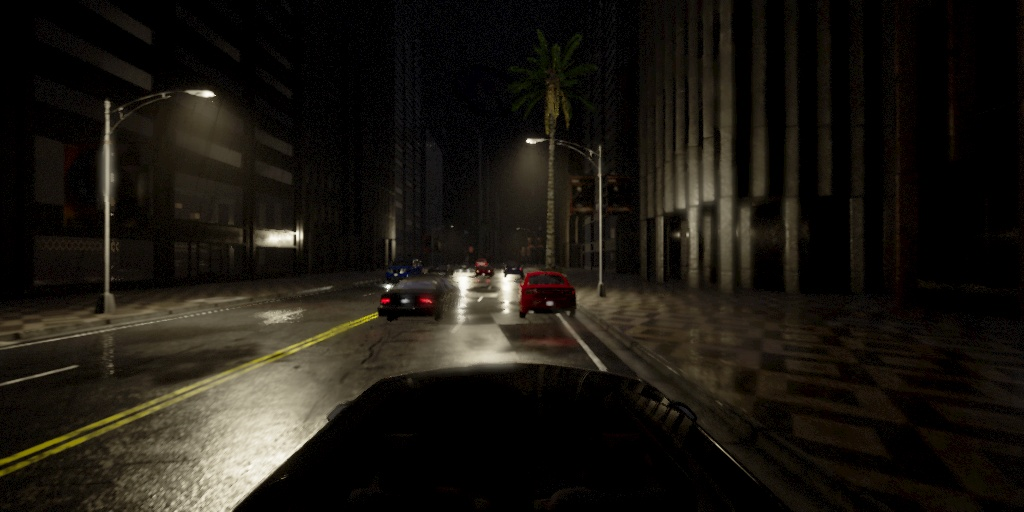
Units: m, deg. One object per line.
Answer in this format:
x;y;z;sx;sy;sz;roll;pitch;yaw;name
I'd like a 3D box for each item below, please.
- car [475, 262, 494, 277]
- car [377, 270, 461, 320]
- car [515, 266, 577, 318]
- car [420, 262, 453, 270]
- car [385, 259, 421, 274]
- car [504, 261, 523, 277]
-3.032;1.702;40.717;1.895;1.301;4.718;0;-1;0;car
-3.112;1.398;13.007;2.033;1.411;5.357;0;0;0;car
1.177;1.327;13.531;1.882;1.535;5.008;0;0;0;car
-6.501;1.525;32.748;2.128;1.511;4.902;0;-1;0;car
-9.753;1.262;32.936;2.150;2.045;5.566;0;-1;0;car
0.181;1.447;40.585;2.097;1.767;4.553;0;-1;1;car
